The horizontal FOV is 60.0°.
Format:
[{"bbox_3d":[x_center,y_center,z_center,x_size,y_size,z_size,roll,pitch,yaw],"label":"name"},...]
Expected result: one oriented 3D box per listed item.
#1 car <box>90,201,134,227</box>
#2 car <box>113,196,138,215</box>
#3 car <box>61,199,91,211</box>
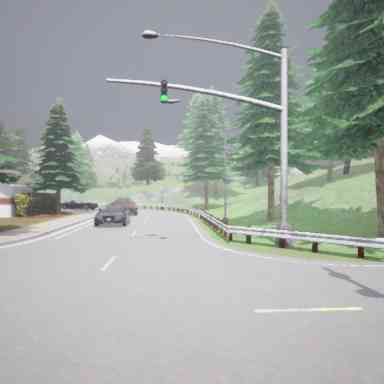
[{"bbox_3d":[-5.338,1.527,22.624,1.994,1.385,4.181,0,0,-5],"label":"car"},{"bbox_3d":[-6.701,1.301,32.354,2.097,1.767,4.553,0,0,-22],"label":"car"},{"bbox_3d":[-13.685,1.543,39.725,4.718,1.301,1.895,0,0,11],"label":"car"}]
